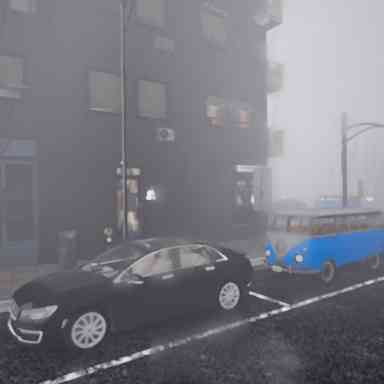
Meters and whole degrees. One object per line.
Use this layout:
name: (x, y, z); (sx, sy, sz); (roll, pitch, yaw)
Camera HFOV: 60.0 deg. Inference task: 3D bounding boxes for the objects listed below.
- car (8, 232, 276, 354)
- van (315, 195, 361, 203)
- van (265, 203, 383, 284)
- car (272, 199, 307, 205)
car: (-0.802, 1.547, 5.999); (4.403, 1.369, 2.008); (0, -1, -35)
van: (12.987, 1.169, 29.890); (1.690, 1.788, 3.998); (-1, 1, -35)
van: (3.757, 1.330, 9.252); (3.998, 1.788, 1.690); (0, -1, -35)
car: (9.810, 1.368, 34.408); (1.947, 1.339, 4.313); (-1, 1, -35)
